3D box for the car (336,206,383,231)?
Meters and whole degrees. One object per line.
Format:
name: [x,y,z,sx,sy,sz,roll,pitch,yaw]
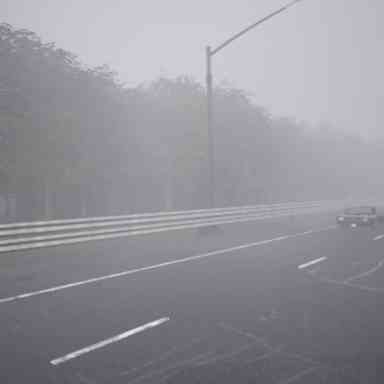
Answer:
car: [10.283,1.488,19.583,1.895,1.301,4.718,-1,0,44]
